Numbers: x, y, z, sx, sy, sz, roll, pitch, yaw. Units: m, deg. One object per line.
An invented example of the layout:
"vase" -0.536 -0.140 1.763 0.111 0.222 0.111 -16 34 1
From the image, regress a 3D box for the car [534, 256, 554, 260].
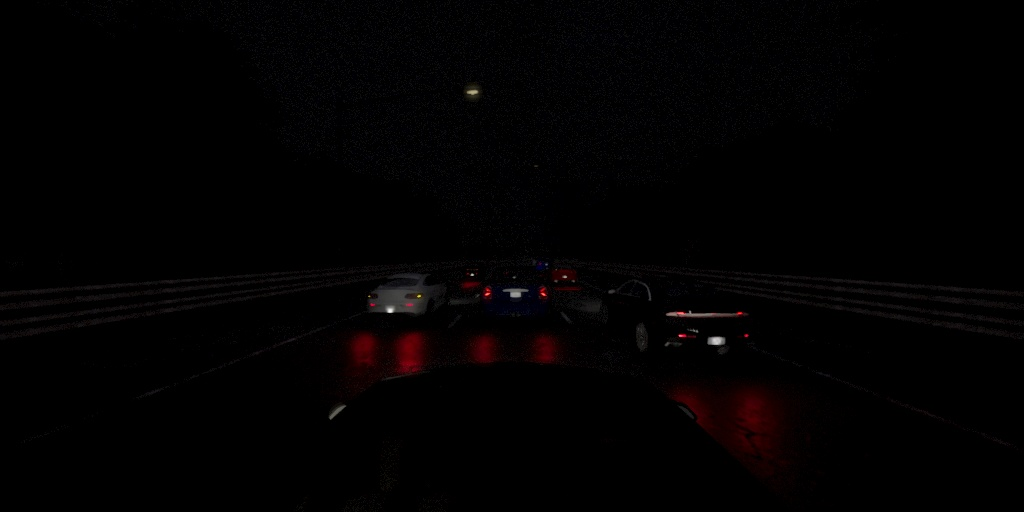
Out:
"car" 3.945 1.046 42.556 2.150 2.045 5.566 0 0 2

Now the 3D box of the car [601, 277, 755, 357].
"car" 3.500 1.240 8.560 2.128 1.511 4.902 0 0 0

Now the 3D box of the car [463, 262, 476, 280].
"car" -3.207 1.296 31.821 1.837 1.490 4.892 0 0 1

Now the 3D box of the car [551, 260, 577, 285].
"car" 3.604 1.254 26.574 1.882 1.535 5.008 0 0 1

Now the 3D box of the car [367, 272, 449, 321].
"car" -3.409 1.278 12.343 1.812 1.442 4.674 0 0 0

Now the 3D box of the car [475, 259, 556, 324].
"car" 0.105 1.104 12.189 2.097 1.767 4.553 0 0 0
